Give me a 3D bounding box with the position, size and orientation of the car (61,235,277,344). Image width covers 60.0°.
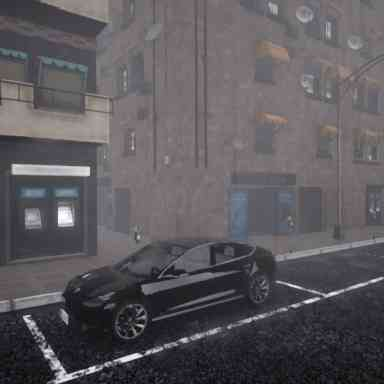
[{"bbox_3d":[-0.202,1.566,6.431,4.313,1.339,1.947,0,0,-36],"label":"car"}]
